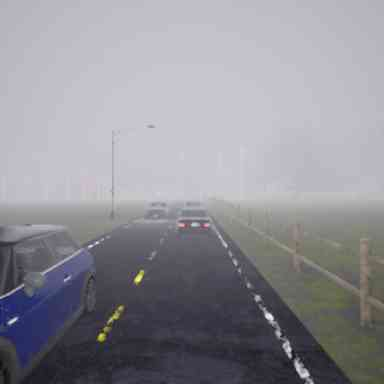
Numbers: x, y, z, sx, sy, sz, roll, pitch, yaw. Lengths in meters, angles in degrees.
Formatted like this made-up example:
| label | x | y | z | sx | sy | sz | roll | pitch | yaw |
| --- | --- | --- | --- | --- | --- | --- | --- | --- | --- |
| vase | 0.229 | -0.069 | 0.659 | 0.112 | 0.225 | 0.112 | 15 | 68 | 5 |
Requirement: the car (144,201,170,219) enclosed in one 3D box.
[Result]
| label | x | y | z | sx | sy | sz | roll | pitch | yaw |
| --- | --- | --- | --- | --- | --- | --- | --- | --- | --- |
| car | -2.840 | 1.473 | 28.468 | 2.033 | 1.411 | 5.357 | 0 | 0 | 0 |

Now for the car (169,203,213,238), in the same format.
| label | x | y | z | sx | sy | sz | roll | pitch | yaw |
| --- | --- | --- | --- | --- | --- | --- | --- | --- | --- |
| car | 0.105 | 1.498 | 17.375 | 2.033 | 1.411 | 5.357 | 0 | 0 | 0 |

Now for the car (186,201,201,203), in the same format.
| label | x | y | z | sx | sy | sz | roll | pitch | yaw |
| --- | --- | --- | --- | --- | --- | --- | --- | --- | --- |
| car | 0.109 | 1.471 | 30.042 | 2.033 | 1.411 | 5.357 | 0 | 0 | 0 |

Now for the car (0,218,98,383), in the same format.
| label | x | y | z | sx | sy | sz | roll | pitch | yaw |
| --- | --- | --- | --- | --- | --- | --- | --- | --- | --- |
| car | -2.828 | 1.338 | 4.353 | 2.097 | 1.767 | 4.553 | 0 | 0 | 0 |
